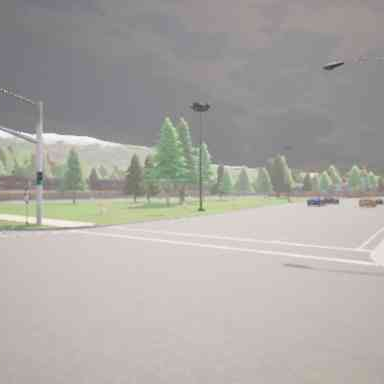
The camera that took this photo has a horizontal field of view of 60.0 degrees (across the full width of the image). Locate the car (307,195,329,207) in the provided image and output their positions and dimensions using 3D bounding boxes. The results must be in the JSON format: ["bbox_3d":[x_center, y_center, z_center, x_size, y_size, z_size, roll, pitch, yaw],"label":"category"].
[{"bbox_3d":[19.798,1.513,53.021,1.882,1.535,5.008,0,0,35],"label":"car"}]

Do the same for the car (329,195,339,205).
[{"bbox_3d":[25.644,1.390,61.321,2.097,1.767,4.553,0,0,35],"label":"car"}]

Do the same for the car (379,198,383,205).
[{"bbox_3d":[32.993,1.630,59.596,1.895,1.301,4.718,0,0,35],"label":"car"}]

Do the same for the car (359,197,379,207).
[{"bbox_3d":[26.991,1.504,51.076,1.882,1.535,5.008,0,0,35],"label":"car"}]
